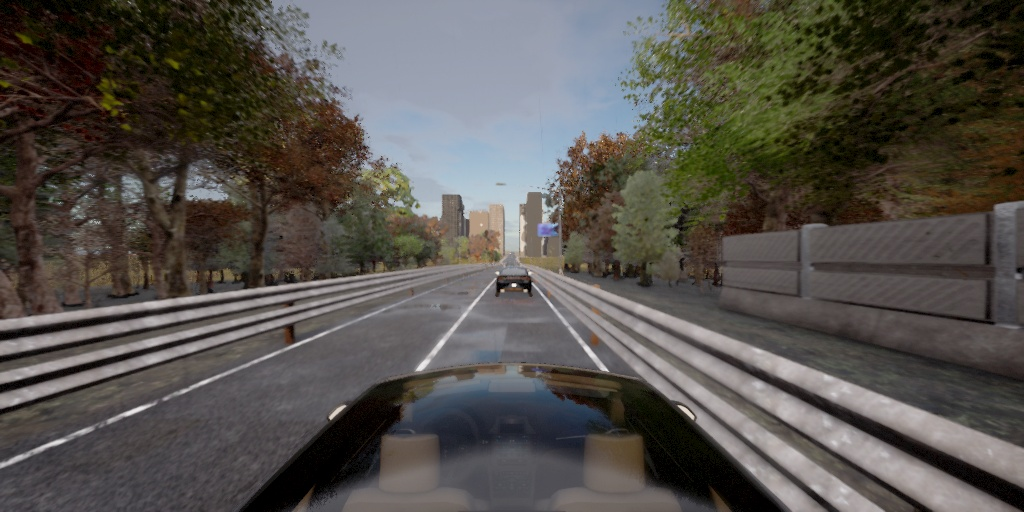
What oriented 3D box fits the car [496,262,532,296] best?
[{"bbox_3d":[0.102,1.308,20.061,1.882,1.535,5.008,0,0,0],"label":"car"}]
